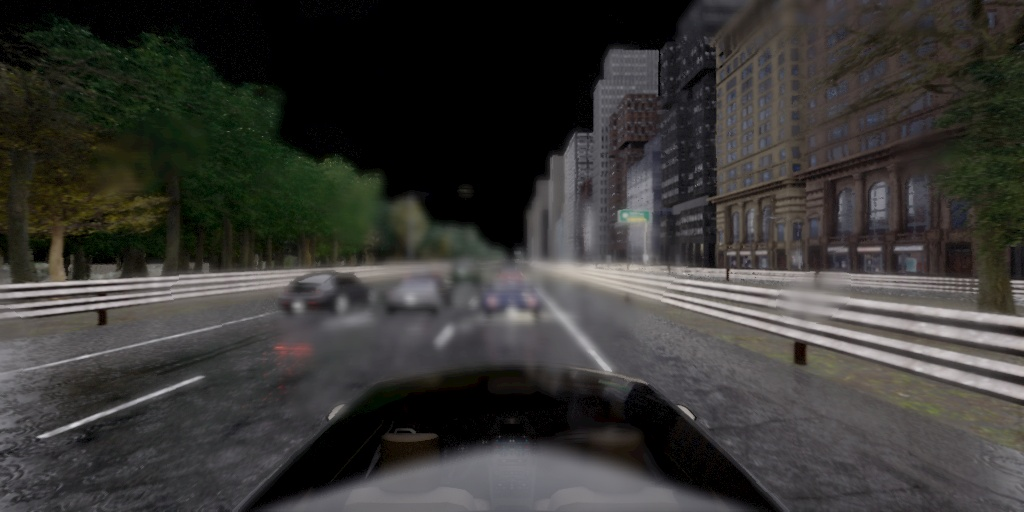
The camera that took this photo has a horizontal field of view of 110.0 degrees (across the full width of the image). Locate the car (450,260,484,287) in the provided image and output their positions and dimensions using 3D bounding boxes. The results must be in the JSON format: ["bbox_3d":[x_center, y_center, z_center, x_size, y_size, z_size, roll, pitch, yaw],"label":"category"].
[{"bbox_3d":[-3.476,1.310,28.061,2.150,2.045,5.566,0,-1,0],"label":"car"}]

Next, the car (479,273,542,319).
[{"bbox_3d":[0.033,1.496,13.542,1.895,1.301,4.718,0,-1,1],"label":"car"}]

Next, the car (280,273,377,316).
[{"bbox_3d":[-6.960,1.409,14.166,1.837,1.490,4.892,0,0,1],"label":"car"}]

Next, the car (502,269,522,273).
[{"bbox_3d":[0.030,1.694,28.547,1.895,1.301,4.718,0,-1,1],"label":"car"}]

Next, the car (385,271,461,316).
[{"bbox_3d":[-3.459,1.469,14.287,1.994,1.385,4.181,0,-1,1],"label":"car"}]

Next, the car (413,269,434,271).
[{"bbox_3d":[-6.971,1.694,28.545,1.895,1.301,4.718,0,-1,1],"label":"car"}]
